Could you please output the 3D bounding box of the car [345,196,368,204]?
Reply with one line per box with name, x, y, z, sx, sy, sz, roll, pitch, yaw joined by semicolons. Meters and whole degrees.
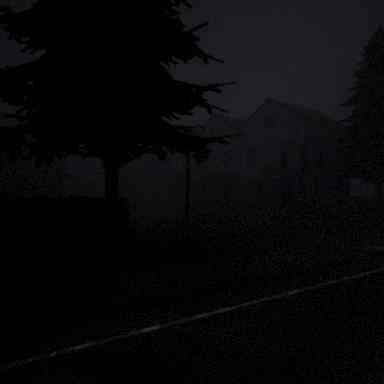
car;39.446;1.983;79.997;1.932;1.855;4.605;1;0;-36
